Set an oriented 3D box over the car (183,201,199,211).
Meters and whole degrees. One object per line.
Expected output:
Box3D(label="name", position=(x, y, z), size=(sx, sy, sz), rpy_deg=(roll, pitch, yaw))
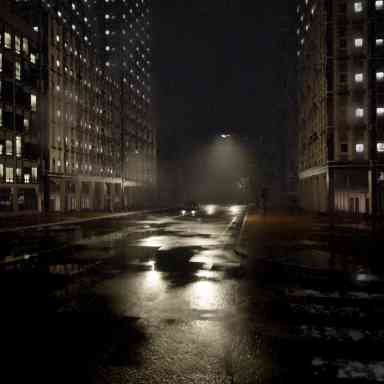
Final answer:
Box3D(label="car", position=(-0.136, 2.204, 54.493), size=(1.882, 1.535, 5.008), rpy_deg=(-1, -1, 10))
